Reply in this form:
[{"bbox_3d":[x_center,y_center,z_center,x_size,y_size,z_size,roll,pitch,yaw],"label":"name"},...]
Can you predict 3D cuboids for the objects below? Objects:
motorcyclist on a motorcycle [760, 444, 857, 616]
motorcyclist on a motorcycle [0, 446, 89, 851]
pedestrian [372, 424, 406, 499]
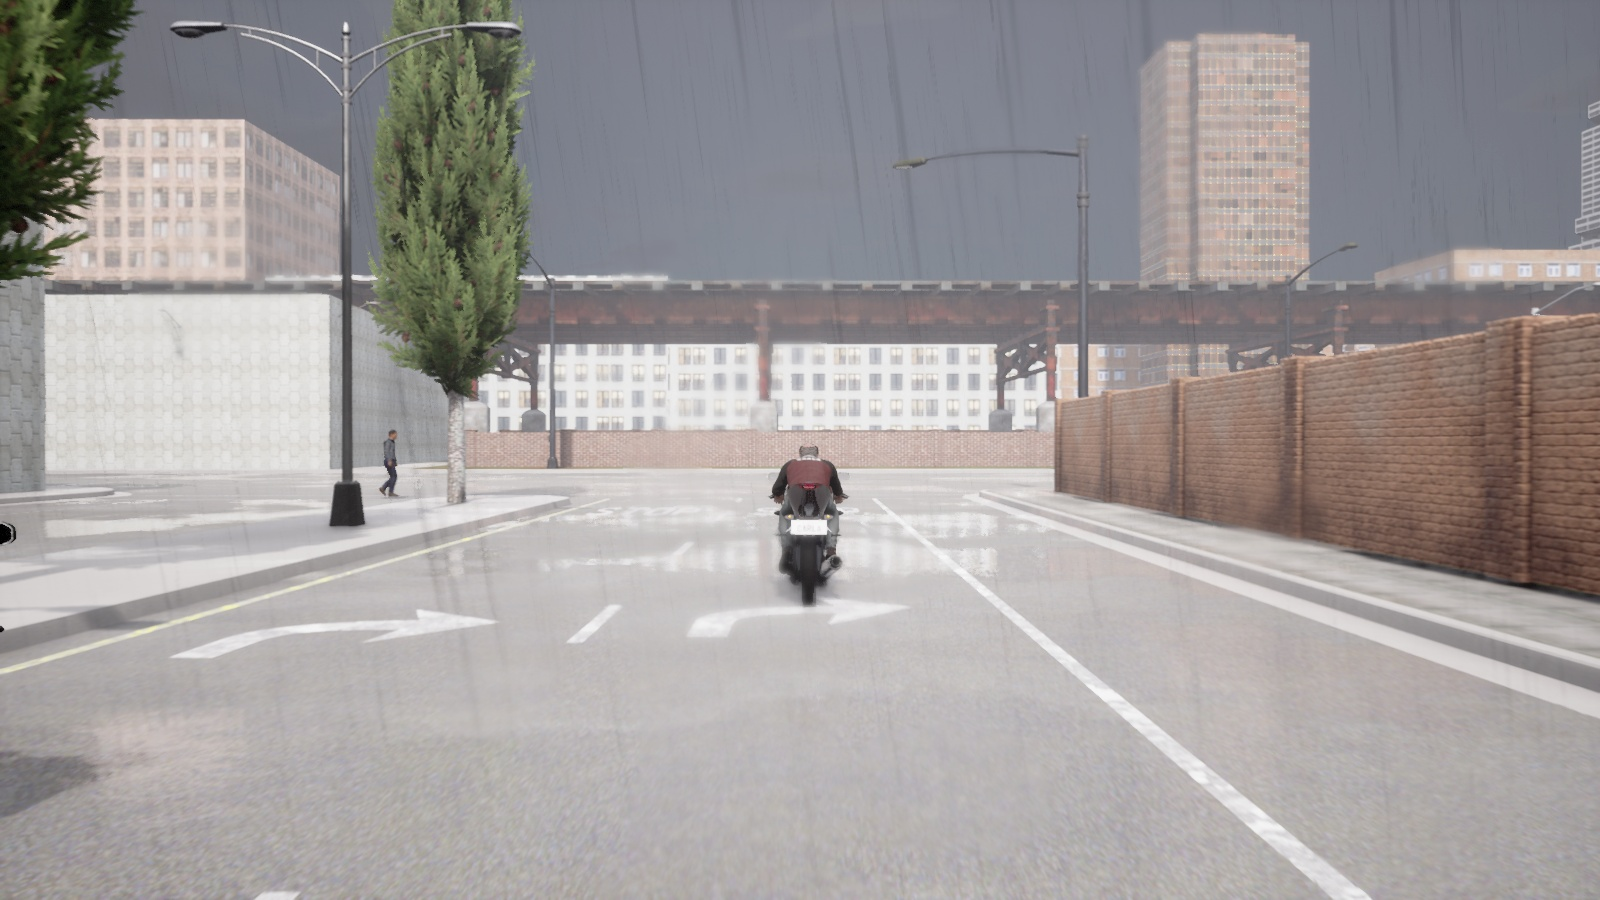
[{"bbox_3d":[0.085,0.712,12.306,0.866,1.530,2.191,0,0,0],"label":"motorcyclist on a motorcycle"},{"bbox_3d":[-3.461,0.755,4.238,0.866,1.530,2.191,0,0,0],"label":"motorcyclist on a motorcycle"},{"bbox_3d":[-10.847,0.296,33.142,0.788,1.949,0.423,0,0,-11],"label":"pedestrian"}]
